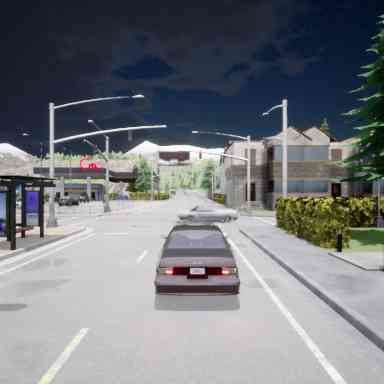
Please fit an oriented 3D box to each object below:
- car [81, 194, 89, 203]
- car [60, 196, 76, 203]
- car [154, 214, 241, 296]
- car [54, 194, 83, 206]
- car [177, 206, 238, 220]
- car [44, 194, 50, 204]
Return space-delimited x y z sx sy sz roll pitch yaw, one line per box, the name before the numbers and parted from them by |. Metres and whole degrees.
car | -22.590 1.268 68.904 1.905 1.878 3.866 0 0 0
car | -25.916 1.552 69.508 1.970 1.475 3.806 0 0 0
car | 0.105 1.547 8.828 2.033 1.411 5.357 0 0 0
car | -18.896 1.490 51.033 2.007 1.523 4.514 0 0 0
car | 1.217 1.716 25.918 4.718 1.301 1.895 0 1 0
car | -25.859 1.289 61.029 1.932 1.855 4.605 0 0 0
